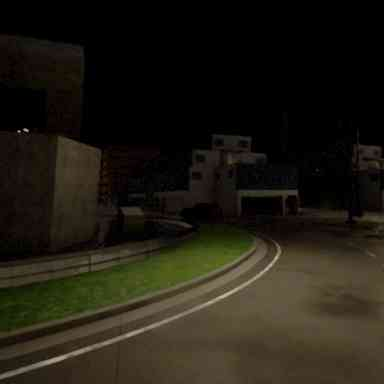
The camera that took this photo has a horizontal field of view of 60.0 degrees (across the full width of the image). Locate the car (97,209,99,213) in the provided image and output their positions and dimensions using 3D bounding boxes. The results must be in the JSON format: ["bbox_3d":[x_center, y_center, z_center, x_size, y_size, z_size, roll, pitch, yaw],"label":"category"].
[{"bbox_3d":[-15.907,2.510,51.801,2.128,1.511,4.902,0,-1,-29],"label":"car"}]

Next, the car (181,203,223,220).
[{"bbox_3d":[1.008,2.019,36.195,4.553,1.767,2.097,-1,-1,33],"label":"car"}]
